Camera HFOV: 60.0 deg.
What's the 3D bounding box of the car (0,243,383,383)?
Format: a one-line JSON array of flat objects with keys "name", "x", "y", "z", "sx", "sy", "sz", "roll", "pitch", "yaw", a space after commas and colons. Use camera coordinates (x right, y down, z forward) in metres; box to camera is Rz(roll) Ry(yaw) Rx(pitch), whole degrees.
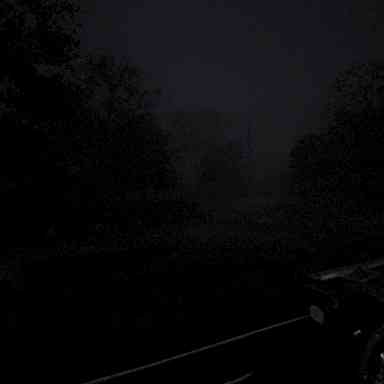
[{"name": "car", "x": 0.199, "y": 1.342, "z": 3.398, "sx": 4.553, "sy": 1.767, "sz": 2.097, "roll": 0, "pitch": 0, "yaw": -34}]
